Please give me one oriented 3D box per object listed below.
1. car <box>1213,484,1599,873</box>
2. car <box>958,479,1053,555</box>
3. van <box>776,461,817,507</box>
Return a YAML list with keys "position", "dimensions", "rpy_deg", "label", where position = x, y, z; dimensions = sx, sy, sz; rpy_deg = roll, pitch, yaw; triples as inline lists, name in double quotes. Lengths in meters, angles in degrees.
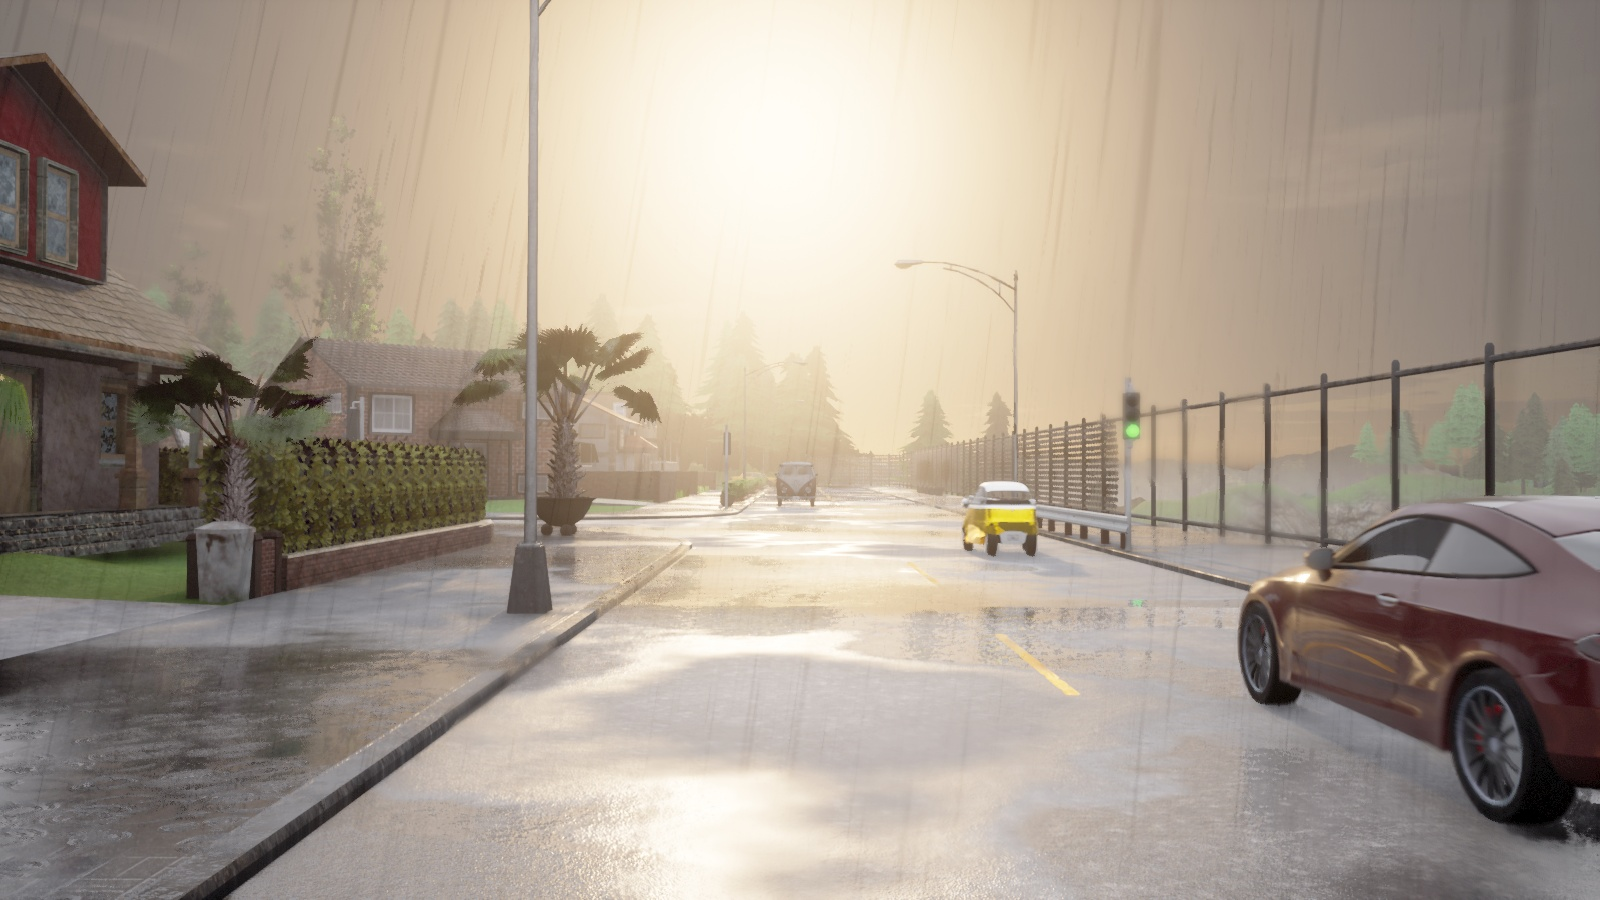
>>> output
- position: [3.982, 0.942, 6.991]
  dimensions: [1.812, 1.442, 4.674]
  rpy_deg: [0, -1, 0]
  label: "car"
- position: [3.938, 1.261, 24.321]
  dimensions: [1.481, 1.376, 2.207]
  rpy_deg: [0, -1, 0]
  label: "car"
- position: [-0.157, 1.509, 56.159]
  dimensions: [1.775, 1.987, 4.442]
  rpy_deg: [0, -1, 0]
  label: "van"
